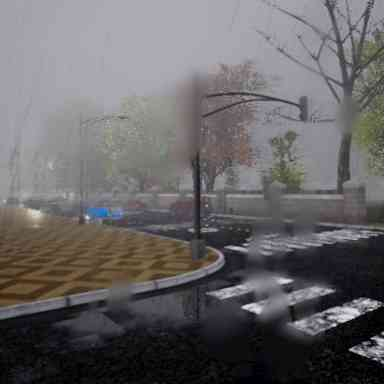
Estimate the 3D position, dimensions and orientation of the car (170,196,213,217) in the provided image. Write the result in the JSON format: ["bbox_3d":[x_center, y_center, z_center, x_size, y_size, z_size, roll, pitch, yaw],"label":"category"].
[{"bbox_3d":[-0.105,1.303,31.028,2.192,1.841,5.009,-1,1,-36],"label":"car"}]

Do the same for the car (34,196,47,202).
[{"bbox_3d":[-36.854,1.663,80.860,1.887,1.381,4.507,-1,1,-36],"label":"car"}]

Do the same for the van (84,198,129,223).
[{"bbox_3d":[-6.846,1.437,26.405,1.690,1.788,3.998,-1,1,-36],"label":"van"}]

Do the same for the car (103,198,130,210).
[{"bbox_3d":[-10.234,1.546,44.737,1.752,1.417,4.829,-1,1,-36],"label":"car"}]

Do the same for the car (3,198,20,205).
[{"bbox_3d":[-33.603,1.754,62.610,1.947,1.339,4.313,-1,1,-36],"label":"car"}]

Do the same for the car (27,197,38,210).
[{"bbox_3d":[-20.223,1.706,44.509,1.947,1.339,4.313,-1,1,-36],"label":"car"}]

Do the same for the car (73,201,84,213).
[{"bbox_3d":[-11.881,1.685,37.632,1.895,1.301,4.718,-1,0,-36],"label":"car"}]

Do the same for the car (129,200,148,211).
[{"bbox_3d":[-6.789,1.591,40.077,1.802,1.307,4.206,-1,1,-36],"label":"car"}]

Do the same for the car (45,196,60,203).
[{"bbox_3d":[-30.196,1.644,71.755,2.008,1.369,4.403,-1,1,-36],"label":"car"}]

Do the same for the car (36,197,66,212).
[{"bbox_3d":[-16.879,1.679,39.983,2.008,1.369,4.403,-1,1,-36],"label":"car"}]

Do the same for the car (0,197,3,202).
[{"bbox_3d":[-46.761,1.781,80.856,1.887,1.381,4.507,-1,1,-36],"label":"car"}]

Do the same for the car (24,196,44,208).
[{"bbox_3d":[-23.568,1.718,49.034,1.947,1.339,4.313,-1,1,-36],"label":"car"}]
